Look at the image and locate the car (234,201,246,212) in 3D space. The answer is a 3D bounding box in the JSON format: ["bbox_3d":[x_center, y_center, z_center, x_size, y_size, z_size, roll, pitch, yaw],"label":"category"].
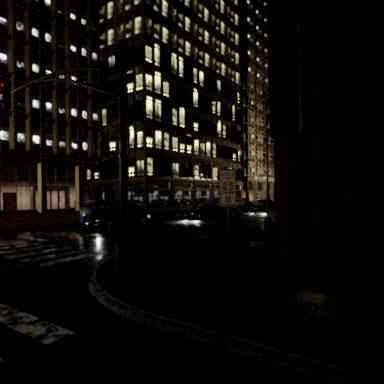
[{"bbox_3d":[6.849,1.676,41.415,1.752,1.417,4.829,-1,-1,36],"label":"car"}]

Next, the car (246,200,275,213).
[{"bbox_3d":[8.506,1.625,39.250,1.812,1.442,4.674,-1,-1,36],"label":"car"}]

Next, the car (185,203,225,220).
[{"bbox_3d":[1.188,1.638,29.094,1.994,1.385,4.181,-1,-1,36],"label":"car"}]

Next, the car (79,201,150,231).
[{"bbox_3d":[-4.675,1.560,20.993,1.837,1.490,4.892,-1,-1,33],"label":"car"}]

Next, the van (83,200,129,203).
[{"bbox_3d":[-6.017,1.447,23.528,1.690,1.788,3.998,-1,-1,36],"label":"van"}]
